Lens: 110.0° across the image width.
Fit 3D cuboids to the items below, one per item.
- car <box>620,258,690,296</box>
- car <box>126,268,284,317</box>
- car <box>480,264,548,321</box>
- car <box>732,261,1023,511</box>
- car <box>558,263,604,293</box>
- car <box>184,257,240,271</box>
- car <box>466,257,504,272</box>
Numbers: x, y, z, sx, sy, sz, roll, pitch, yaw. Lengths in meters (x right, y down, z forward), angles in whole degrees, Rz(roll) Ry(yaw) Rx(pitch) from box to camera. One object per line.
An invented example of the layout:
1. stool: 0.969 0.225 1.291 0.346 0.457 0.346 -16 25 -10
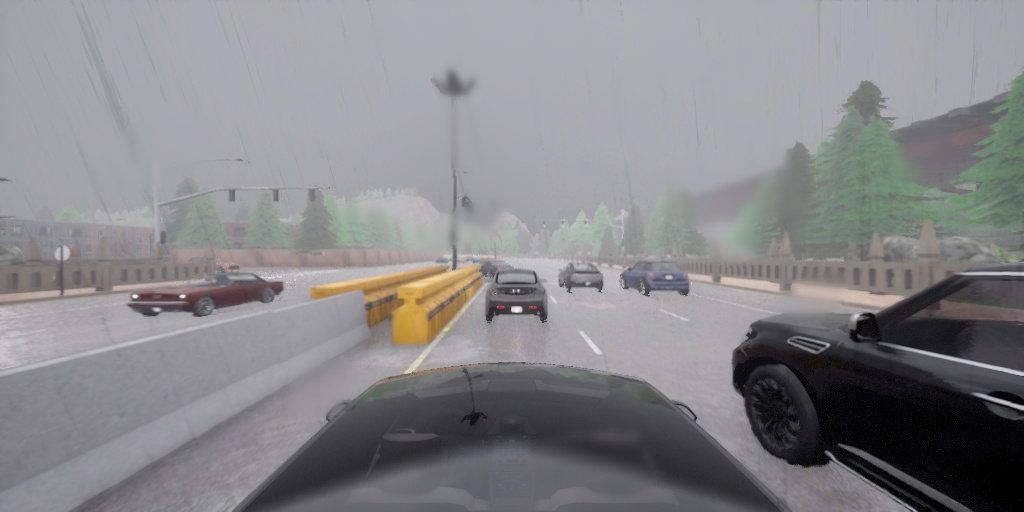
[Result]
1. car: 7.169 0.979 18.477 2.097 1.767 4.553 0 0 0
2. car: -10.541 1.271 12.862 1.895 1.301 4.718 0 0 1
3. car: 0.137 1.180 12.056 1.837 1.490 4.892 0 0 0
4. car: 3.603 0.972 1.748 2.150 2.045 5.566 0 1 0
5. car: 3.676 1.110 19.690 2.128 1.511 4.902 0 0 0
6. car: -29.344 0.858 35.151 4.553 1.767 2.097 0 0 0
7. car: -1.714 1.089 30.035 2.033 1.411 5.357 0 0 -29
